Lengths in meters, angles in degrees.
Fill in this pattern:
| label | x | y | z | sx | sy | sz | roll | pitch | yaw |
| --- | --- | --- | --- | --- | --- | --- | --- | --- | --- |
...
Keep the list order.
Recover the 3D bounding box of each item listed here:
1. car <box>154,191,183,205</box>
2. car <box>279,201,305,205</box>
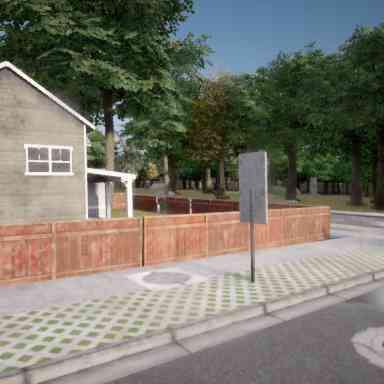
| label | x | y | z | sx | sy | sz | roll | pitch | yaw |
| --- | --- | --- | --- | --- | --- | --- | --- | --- | --- |
| car | -2.848 | 0.678 | 40.392 | 2.097 | 1.767 | 4.553 | -2 | 3 | -35 |
| car | 7.823 | 1.344 | 25.237 | 1.895 | 1.301 | 4.718 | -2 | 2 | -35 |
